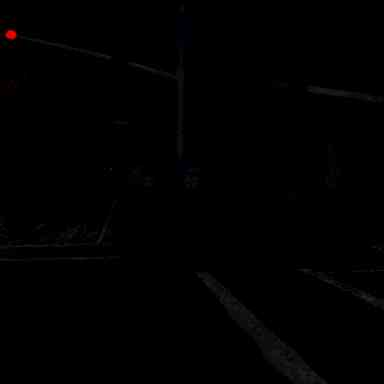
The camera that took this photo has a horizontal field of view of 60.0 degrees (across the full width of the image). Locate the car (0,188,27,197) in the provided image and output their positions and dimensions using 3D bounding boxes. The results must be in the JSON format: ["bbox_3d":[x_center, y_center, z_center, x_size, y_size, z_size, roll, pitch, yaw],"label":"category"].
[{"bbox_3d":[-31.466,0.146,56.837,5.027,1.636,2.152,0,1,-12],"label":"car"}]

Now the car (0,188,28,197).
[{"bbox_3d":[-32.183,0.100,59.891,4.514,1.523,2.007,0,1,-12],"label":"car"}]
